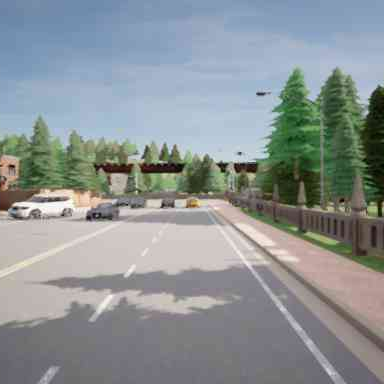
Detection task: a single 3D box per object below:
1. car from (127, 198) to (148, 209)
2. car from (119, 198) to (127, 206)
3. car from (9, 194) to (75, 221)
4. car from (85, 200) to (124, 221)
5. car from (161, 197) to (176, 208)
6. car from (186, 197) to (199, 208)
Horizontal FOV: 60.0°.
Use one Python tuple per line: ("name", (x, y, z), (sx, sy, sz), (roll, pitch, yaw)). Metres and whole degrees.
("car", (-7.104, 1.532, 44.970), (1.837, 1.490, 4.892), (0, 0, 0))
("car", (-10.556, 1.578, 52.414), (2.033, 1.411, 5.357), (0, 0, 0))
("car", (-12.539, 1.236, 28.329), (2.150, 2.045, 5.566), (2, 1, 27))
("car", (-7.110, 1.579, 26.845), (1.994, 1.385, 4.181), (0, 0, 0))
("car", (-3.424, 1.520, 48.280), (2.128, 1.511, 4.902), (0, 0, 0))
("car", (0.076, 1.508, 49.186), (1.882, 1.535, 5.008), (0, 0, 0))
